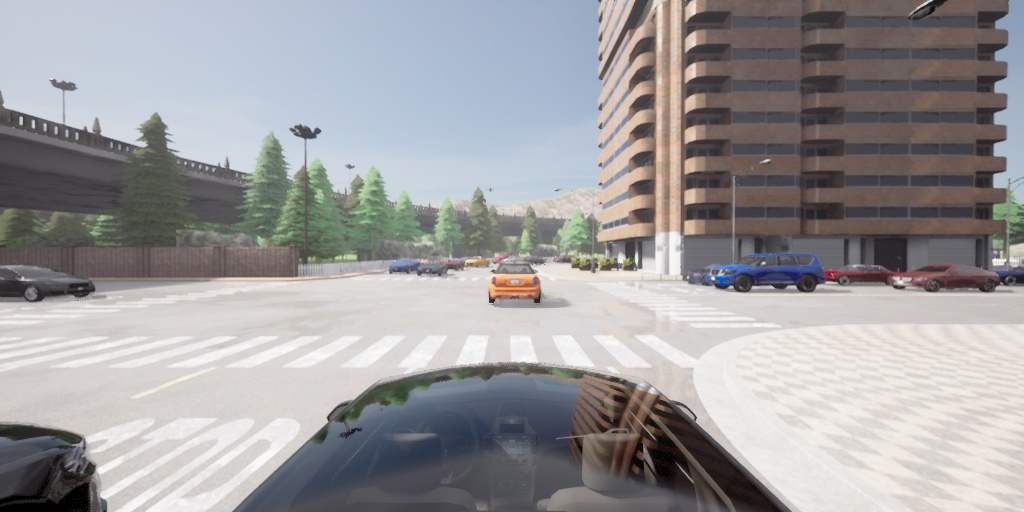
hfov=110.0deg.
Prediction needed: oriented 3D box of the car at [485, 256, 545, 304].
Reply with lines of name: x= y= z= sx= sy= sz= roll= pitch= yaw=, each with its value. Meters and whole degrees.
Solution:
car: x=0.106 y=1.013 z=15.874 sx=2.097 sy=1.767 sz=4.553 roll=0 pitch=0 yaw=0

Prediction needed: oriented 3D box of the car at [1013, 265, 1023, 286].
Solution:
car: x=32.139 y=1.213 z=22.855 sx=4.718 sy=1.301 sz=1.895 roll=0 pitch=1 yaw=0

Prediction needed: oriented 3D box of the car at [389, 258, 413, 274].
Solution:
car: x=-10.365 y=0.924 z=34.957 sx=1.882 sy=1.535 sz=5.008 roll=0 pitch=1 yaw=2

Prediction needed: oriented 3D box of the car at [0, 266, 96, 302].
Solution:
car: x=-21.430 y=1.182 z=15.791 sx=4.892 sy=1.490 sz=1.837 roll=0 pitch=1 yaw=0

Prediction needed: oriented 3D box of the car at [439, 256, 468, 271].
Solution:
car: x=-6.711 y=0.996 z=40.562 sx=1.895 sy=1.301 sz=4.718 roll=0 pitch=1 yaw=5

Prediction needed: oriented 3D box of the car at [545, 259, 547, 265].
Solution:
car: x=3.609 y=0.738 z=56.825 sx=2.128 sy=1.511 sz=4.902 roll=0 pitch=1 yaw=40

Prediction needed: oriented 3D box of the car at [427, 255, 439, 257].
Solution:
car: x=-9.656 y=0.716 z=43.947 sx=2.097 sy=1.767 sz=4.553 roll=0 pitch=1 yaw=11

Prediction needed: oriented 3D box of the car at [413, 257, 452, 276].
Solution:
car: x=-6.984 y=1.039 z=31.806 sx=1.994 sy=1.385 sz=4.181 roll=0 pitch=1 yaw=1

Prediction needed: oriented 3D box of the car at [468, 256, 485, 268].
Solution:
car: x=-4.746 y=0.791 z=49.495 sx=1.882 sy=1.535 sz=5.008 roll=0 pitch=1 yaw=21

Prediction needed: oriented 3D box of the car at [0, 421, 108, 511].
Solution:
car: x=-3.400 y=1.256 z=0.123 sx=2.128 sy=1.511 sz=4.902 roll=0 pitch=1 yaw=0

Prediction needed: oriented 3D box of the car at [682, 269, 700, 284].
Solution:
car: x=13.222 y=1.176 z=22.935 sx=4.181 sy=1.385 sz=1.994 roll=0 pitch=1 yaw=-1

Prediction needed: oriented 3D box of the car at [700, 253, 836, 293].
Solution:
car: x=13.654 y=0.866 z=19.416 sx=5.566 sy=2.045 sz=2.150 roll=0 pitch=1 yaw=0

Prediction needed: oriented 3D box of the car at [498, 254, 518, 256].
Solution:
car: x=0.117 y=0.759 z=58.299 sx=1.812 sy=1.442 sz=4.674 roll=0 pitch=1 yaw=38

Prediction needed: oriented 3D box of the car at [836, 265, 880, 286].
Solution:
car: x=21.982 y=1.213 z=22.899 sx=4.718 sy=1.301 sz=1.895 roll=0 pitch=1 yaw=0

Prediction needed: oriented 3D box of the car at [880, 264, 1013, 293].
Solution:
car: x=23.336 y=1.170 z=19.386 sx=4.674 sy=1.442 sz=1.812 roll=0 pitch=1 yaw=0
